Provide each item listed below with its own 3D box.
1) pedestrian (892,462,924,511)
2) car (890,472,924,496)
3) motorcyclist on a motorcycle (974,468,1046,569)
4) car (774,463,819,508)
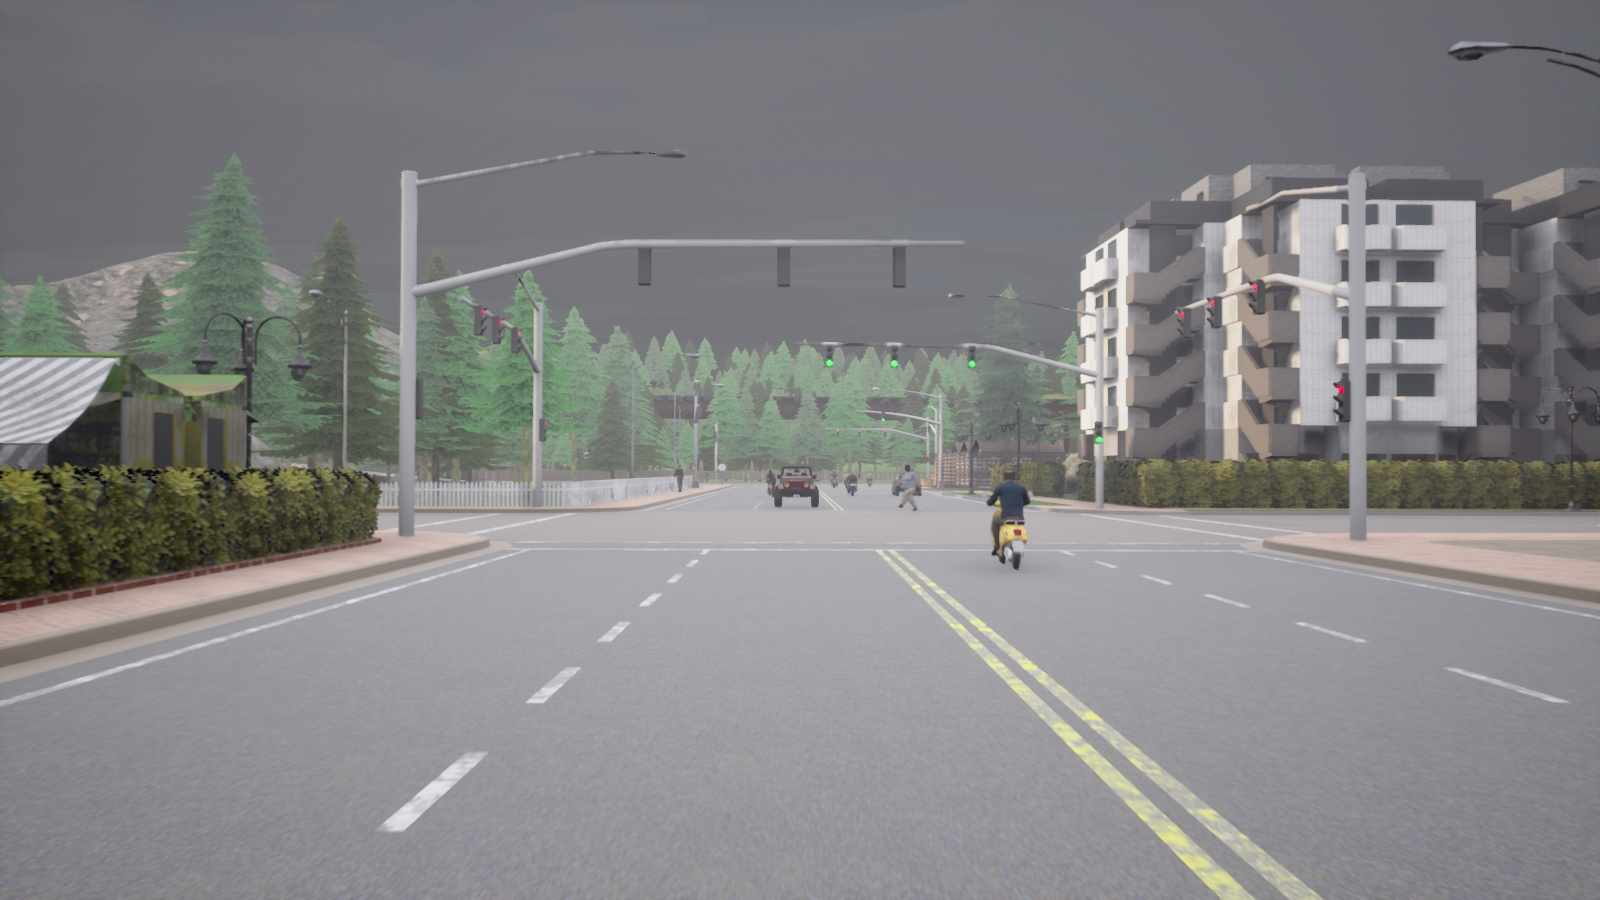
[{"bbox_3d":[4.175,1.400,48.564,0.900,1.855,0.874,0,-1,-31],"label":"pedestrian"},{"bbox_3d":[6.804,2.147,80.395,1.845,1.501,3.633,0,-1,0],"label":"car"},{"bbox_3d":[3.449,1.102,20.787,0.866,1.590,1.817,0,-1,0],"label":"motorcyclist on a motorcycle"},{"bbox_3d":[-0.136,1.538,55.381,1.905,1.878,3.866,0,-1,0],"label":"car"}]
